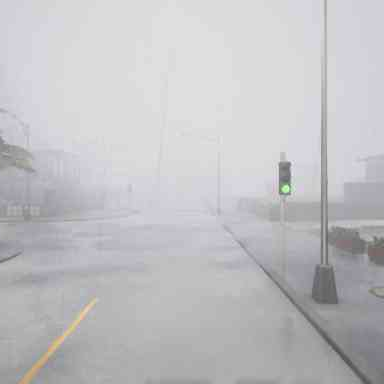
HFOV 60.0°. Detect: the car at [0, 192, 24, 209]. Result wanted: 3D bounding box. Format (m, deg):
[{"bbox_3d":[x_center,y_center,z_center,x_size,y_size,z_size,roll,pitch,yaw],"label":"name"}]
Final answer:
[{"bbox_3d":[-19.717,0.985,34.906,1.905,1.878,3.866,0,0,35],"label":"car"}]
